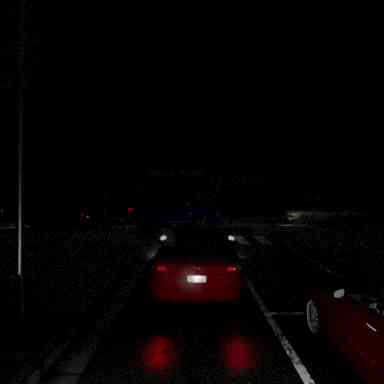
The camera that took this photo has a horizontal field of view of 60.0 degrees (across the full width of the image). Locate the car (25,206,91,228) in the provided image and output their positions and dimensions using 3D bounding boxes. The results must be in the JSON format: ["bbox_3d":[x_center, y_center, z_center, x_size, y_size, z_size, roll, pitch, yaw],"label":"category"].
[{"bbox_3d":[-9.183,1.691,22.921,4.181,1.385,1.994,-1,-1,0],"label":"car"}]

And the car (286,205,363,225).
[{"bbox_3d":[8.948,1.551,22.818,4.718,1.301,1.895,-1,-1,0],"label":"car"}]

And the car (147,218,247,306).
[{"bbox_3d":[0.129,1.569,8.121,1.994,1.385,4.181,0,0,1],"label":"car"}]

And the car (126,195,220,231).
[{"bbox_3d":[-1.100,1.221,19.924,5.566,2.045,2.150,0,-1,0],"label":"car"}]

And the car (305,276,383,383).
[{"bbox_3d":[2.658,1.584,3.727,1.802,1.307,4.206,1,0,0],"label":"car"}]

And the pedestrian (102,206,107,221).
[{"bbox_3d":[-6.775,1.679,25.819,0.500,1.100,0.500,0,-1,0],"label":"pedestrian"}]
